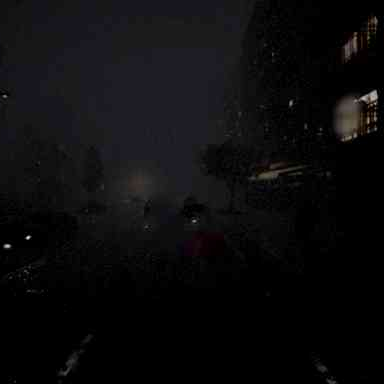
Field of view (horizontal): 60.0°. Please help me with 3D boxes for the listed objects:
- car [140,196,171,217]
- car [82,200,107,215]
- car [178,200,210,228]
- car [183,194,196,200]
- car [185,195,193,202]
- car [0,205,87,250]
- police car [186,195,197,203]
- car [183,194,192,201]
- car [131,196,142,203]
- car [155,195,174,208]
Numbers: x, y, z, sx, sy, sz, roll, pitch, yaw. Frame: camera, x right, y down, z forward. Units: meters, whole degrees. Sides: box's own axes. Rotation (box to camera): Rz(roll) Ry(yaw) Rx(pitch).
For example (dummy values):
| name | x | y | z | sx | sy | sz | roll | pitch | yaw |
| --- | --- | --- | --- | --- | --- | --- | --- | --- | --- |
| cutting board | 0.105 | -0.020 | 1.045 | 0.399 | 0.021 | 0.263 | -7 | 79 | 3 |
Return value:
| name | x | y | z | sx | sy | sz | roll | pitch | yaw |
| --- | --- | --- | --- | --- | --- | --- | --- | --- | --- |
| car | -3.240 | 1.456 | 30.635 | 1.882 | 1.535 | 5.008 | 0 | 0 | 0 |
| car | -9.832 | 1.530 | 32.967 | 1.994 | 1.385 | 4.181 | 0 | 0 | -1 |
| car | 0.143 | 1.493 | 22.064 | 1.837 | 1.490 | 4.892 | 0 | 0 | 0 |
| car | -0.299 | 1.464 | 46.593 | 1.882 | 1.535 | 5.008 | 0 | 0 | -2 |
| car | -0.740 | 1.466 | 77.661 | 1.801 | 1.575 | 5.366 | 0 | 0 | -3 |
| car | -6.524 | 1.527 | 14.409 | 2.033 | 1.411 | 5.357 | 0 | 0 | 0 |
| police car | -0.208 | 1.427 | 67.541 | 1.930 | 1.638 | 5.238 | 0 | 0 | -3 |
| car | -1.086 | 1.368 | 83.463 | 2.097 | 1.767 | 4.553 | 0 | 0 | -4 |
| car | -10.911 | 1.538 | 66.624 | 1.994 | 1.385 | 4.181 | 0 | 0 | -2 |
| car | -3.570 | 1.472 | 46.114 | 2.128 | 1.511 | 4.902 | 0 | 0 | -1 |
